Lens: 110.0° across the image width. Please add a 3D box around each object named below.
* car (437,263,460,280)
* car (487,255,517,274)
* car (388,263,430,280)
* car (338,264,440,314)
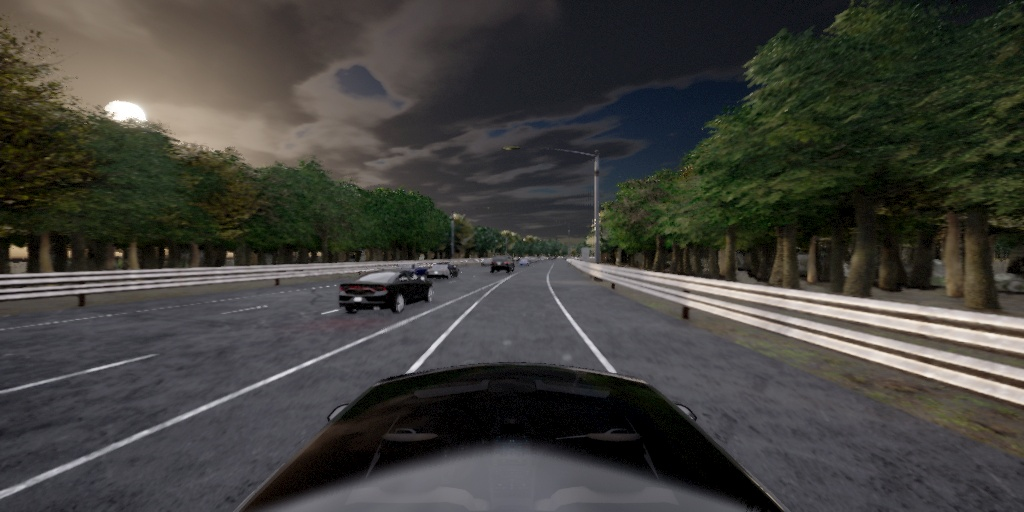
[{"bbox_3d":[-5.937,1.313,31.246,1.994,1.385,4.181,0,0,7],"label":"car"},{"bbox_3d":[-1.055,0.954,41.762,2.150,2.045,5.566,0,0,7],"label":"car"},{"bbox_3d":[-9.275,1.354,32.706,1.895,1.301,4.718,0,0,7],"label":"car"},{"bbox_3d":[-4.630,1.234,13.956,1.882,1.535,5.008,0,0,7],"label":"car"}]
